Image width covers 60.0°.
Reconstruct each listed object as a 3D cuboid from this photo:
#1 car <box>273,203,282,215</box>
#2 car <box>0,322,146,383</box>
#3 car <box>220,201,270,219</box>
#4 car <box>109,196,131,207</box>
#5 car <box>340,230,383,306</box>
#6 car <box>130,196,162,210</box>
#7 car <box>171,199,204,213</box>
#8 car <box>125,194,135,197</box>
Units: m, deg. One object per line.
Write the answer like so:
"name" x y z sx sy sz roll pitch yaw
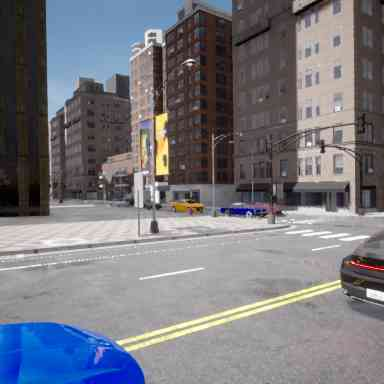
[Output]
"car" 6.945 1.607 33.221 1.994 1.385 4.181 -1 1 -35
"car" -2.596 1.478 1.590 5.008 1.535 1.882 0 0 -35
"car" 4.798 1.695 30.753 1.895 1.301 4.718 -1 0 -35
"car" -11.979 1.796 54.650 1.895 1.301 4.718 -1 0 -35
"car" 5.095 1.504 7.079 4.892 1.490 1.837 0 0 -36
"car" -6.241 1.707 46.440 2.033 1.411 5.357 -1 0 -35
"car" -0.556 1.603 38.357 1.882 1.535 5.008 -1 0 -35
"car" -10.700 1.375 58.302 2.150 2.045 5.566 -1 1 -35
